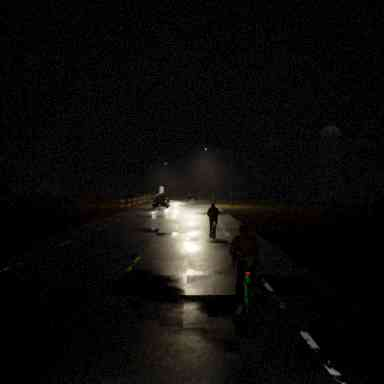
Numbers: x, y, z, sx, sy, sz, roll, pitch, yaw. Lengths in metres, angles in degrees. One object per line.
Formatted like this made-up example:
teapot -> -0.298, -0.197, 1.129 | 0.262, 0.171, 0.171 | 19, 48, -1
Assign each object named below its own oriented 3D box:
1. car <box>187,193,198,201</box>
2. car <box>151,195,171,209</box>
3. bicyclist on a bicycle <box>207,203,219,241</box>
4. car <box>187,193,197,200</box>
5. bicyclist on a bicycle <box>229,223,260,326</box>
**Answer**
car -> 0.090, 1.018, 64.973 | 1.837, 1.490, 4.892 | 0, 0, 0
car -> -3.593, 1.158, 39.130 | 1.837, 1.490, 4.892 | 0, 0, 0
bicyclist on a bicycle -> 0.965, 1.321, 14.966 | 0.582, 1.620, 1.656 | 0, 0, 0
car -> 0.003, 0.982, 79.296 | 2.128, 1.511, 4.902 | 0, 0, 0
bicyclist on a bicycle -> 0.965, 1.408, 6.001 | 0.582, 1.620, 1.656 | 0, 0, 0
